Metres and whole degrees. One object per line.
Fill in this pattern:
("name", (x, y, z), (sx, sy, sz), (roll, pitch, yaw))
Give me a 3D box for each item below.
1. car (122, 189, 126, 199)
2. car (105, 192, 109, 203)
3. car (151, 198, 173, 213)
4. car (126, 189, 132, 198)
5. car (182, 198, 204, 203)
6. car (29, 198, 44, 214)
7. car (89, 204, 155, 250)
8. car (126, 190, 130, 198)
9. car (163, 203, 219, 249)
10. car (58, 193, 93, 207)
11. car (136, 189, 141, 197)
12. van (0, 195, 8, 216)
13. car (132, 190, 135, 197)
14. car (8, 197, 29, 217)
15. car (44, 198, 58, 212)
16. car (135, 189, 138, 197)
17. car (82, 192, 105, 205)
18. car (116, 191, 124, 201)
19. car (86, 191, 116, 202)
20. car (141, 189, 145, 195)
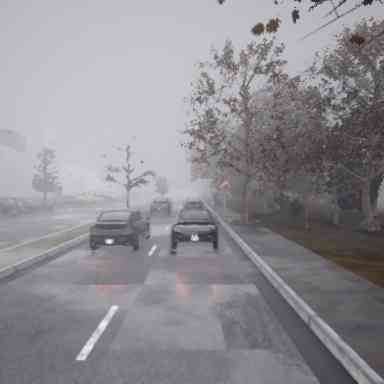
("car", (-16.823, 0.780, 67.388), (5.566, 2.045, 2.435), (-1, 1, -20))
("car", (-16.813, 1.216, 55.392), (4.674, 1.452, 2.002), (-1, 0, -20))
("car", (-2.884, 1.318, 31.908), (2.128, 1.511, 4.902), (0, 0, 0))
("car", (-16.817, 0.743, 76.401), (4.553, 1.767, 2.185), (-1, 1, -20))
("car", (0.116, 1.332, 31.981), (1.837, 1.490, 4.892), (0, 0, 0))
("car", (-16.831, 1.384, 31.371), (4.674, 1.452, 2.002), (-1, 1, -20))
("car", (-2.893, 1.465, 14.062), (1.837, 1.490, 4.892), (0, 0, 0))
("car", (-16.790, 0.970, 73.416), (4.674, 1.452, 2.002), (-1, 1, -20))
("car", (0.107, 1.450, 14.418), (2.128, 1.511, 4.902), (0, 0, 0))
("car", (-16.793, 1.274, 46.395), (4.792, 1.488, 2.163), (-1, 0, -20))
("car", (-16.744, 0.633, 88.429), (4.792, 1.488, 2.163), (-1, 1, -20))
("van", (-16.954, 1.159, 25.362), (4.442, 1.987, 1.878), (-1, 1, -20))
("car", (-16.784, 0.846, 79.414), (4.674, 1.452, 2.002), (-1, 1, -20))
("car", (-16.811, 1.237, 28.398), (4.553, 1.767, 2.185), (-1, 1, -20))
("car", (-16.807, 1.353, 34.389), (4.792, 1.488, 2.163), (-1, 0, -20))
("car", (-16.770, 0.740, 82.413), (5.008, 1.535, 2.097), (-1, 2, -20))
("car", (-16.984, 1.202, 52.318), (5.366, 1.575, 1.946), (-1, 1, -20))
("car", (-16.626, 1.068, 64.464), (5.366, 1.575, 1.946), (-1, 0, -20))
("car", (-16.783, 0.899, 58.408), (5.566, 2.045, 2.435), (-1, 0, -20))
("car", (-16.746, 0.287, 91.426), (5.566, 2.045, 2.435), (-1, 1, -20))
